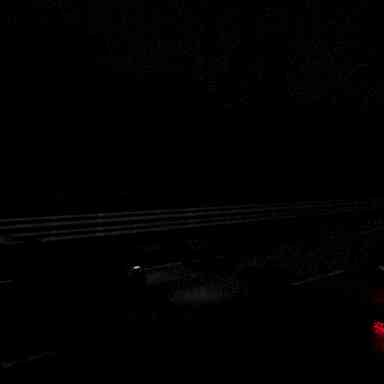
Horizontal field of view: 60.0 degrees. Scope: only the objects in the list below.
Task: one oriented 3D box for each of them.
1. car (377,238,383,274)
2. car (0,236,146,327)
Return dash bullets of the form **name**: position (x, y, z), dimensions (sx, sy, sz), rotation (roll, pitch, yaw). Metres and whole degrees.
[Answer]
- **car**: position (6.539, 1.330, 8.389), dimensions (4.892, 1.490, 1.837), rotation (-1, 1, -35)
- **car**: position (-3.086, 1.512, 5.843), dimensions (4.674, 1.442, 1.812), rotation (-1, 1, -35)
